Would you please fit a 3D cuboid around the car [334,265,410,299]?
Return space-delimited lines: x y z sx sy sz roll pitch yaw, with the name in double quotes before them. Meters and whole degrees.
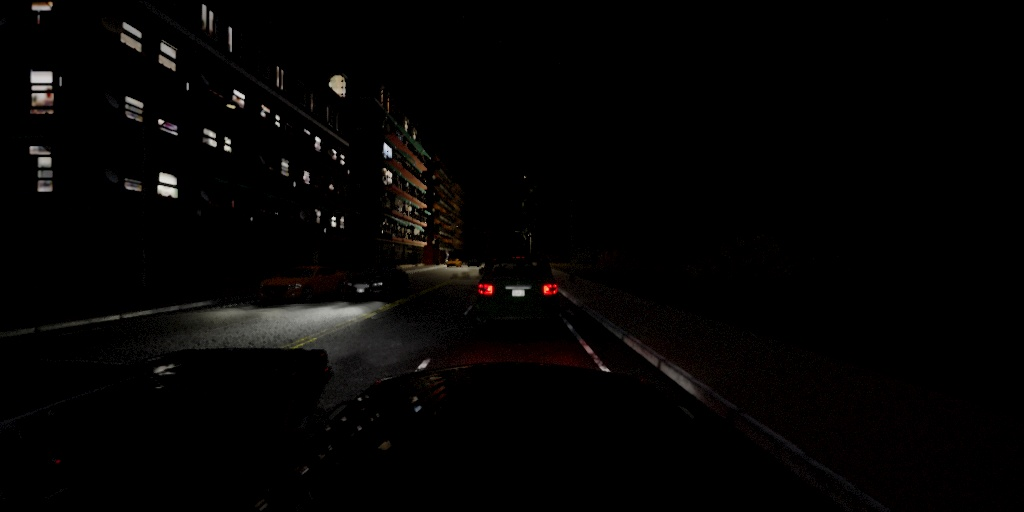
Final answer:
"car" -6.581 1.235 18.055 2.128 1.511 4.902 0 0 0

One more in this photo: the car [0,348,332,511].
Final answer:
"car" -3.149 1.351 2.293 1.895 1.301 4.718 0 0 0

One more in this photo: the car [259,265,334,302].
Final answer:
"car" -9.832 1.221 17.270 1.882 1.535 5.008 0 0 0

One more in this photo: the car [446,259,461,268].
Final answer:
"car" -9.749 1.196 60.379 1.882 1.535 5.008 0 0 0

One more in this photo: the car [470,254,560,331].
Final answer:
"car" 0.116 0.968 11.141 2.150 2.045 5.566 0 0 -1

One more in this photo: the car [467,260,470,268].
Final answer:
"car" -6.497 1.196 61.205 1.882 1.535 5.008 0 0 0
